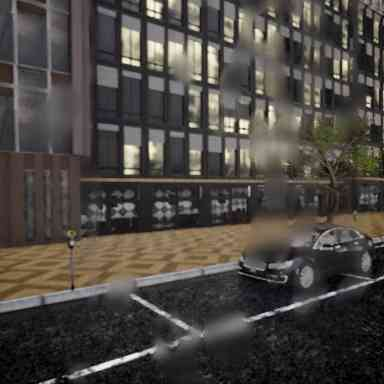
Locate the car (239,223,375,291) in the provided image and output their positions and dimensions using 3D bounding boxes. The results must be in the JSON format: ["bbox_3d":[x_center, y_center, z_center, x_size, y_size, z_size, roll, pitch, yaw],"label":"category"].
[{"bbox_3d":[3.167,1.533,8.829,4.403,1.369,2.008,0,0,-36],"label":"car"}]
